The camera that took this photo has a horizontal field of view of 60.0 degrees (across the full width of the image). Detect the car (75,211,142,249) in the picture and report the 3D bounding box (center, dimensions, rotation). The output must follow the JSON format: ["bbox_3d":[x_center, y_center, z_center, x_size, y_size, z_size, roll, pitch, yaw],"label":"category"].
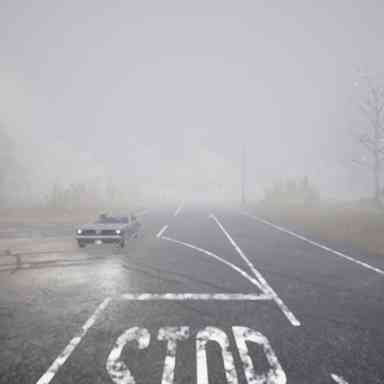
[{"bbox_3d":[-3.443,1.544,14.496,1.895,1.301,4.718,0,0,0],"label":"car"}]

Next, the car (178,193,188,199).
[{"bbox_3d":[-2.335,1.022,88.274,2.097,1.767,4.553,0,0,7],"label":"car"}]
